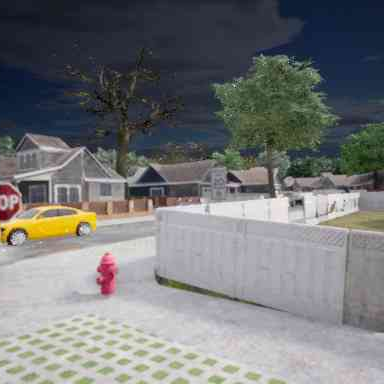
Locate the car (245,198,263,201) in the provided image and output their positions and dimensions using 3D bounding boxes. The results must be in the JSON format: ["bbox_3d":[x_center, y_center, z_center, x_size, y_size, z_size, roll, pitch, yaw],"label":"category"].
[{"bbox_3d":[5.941,1.265,32.160,1.895,1.301,4.718,-2,-1,36],"label":"car"}]

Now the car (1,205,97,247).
[{"bbox_3d":[-6.672,1.404,14.993,1.882,1.535,5.008,-2,-1,36],"label":"car"}]

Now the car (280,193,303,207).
[{"bbox_3d":[11.806,0.901,40.113,2.097,1.767,4.553,-2,-1,37],"label":"car"}]

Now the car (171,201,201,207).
[{"bbox_3d":[-0.456,1.359,23.449,1.994,1.385,4.181,-2,-1,36],"label":"car"}]
